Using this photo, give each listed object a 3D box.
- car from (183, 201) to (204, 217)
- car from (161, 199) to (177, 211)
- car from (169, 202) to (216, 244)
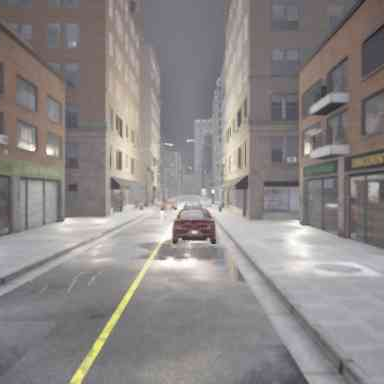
[{"bbox_3d":[0.095,1.621,32.245,1.895,1.301,4.718,0,0,0],"label":"car"},{"bbox_3d":[-2.765,1.558,41.323,1.812,1.442,4.674,0,0,0],"label":"car"},{"bbox_3d":[0.098,1.485,15.951,1.882,1.535,5.008,0,0,0],"label":"car"}]
